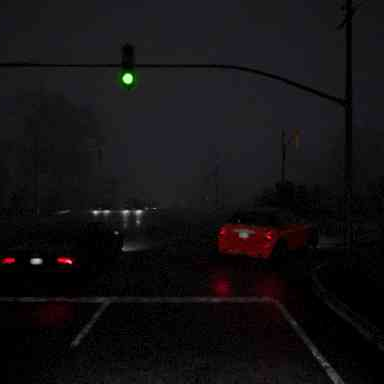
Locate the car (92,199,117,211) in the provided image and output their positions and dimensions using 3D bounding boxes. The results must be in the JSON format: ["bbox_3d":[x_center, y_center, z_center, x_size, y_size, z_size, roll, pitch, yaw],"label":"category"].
[{"bbox_3d":[-10.581,1.516,40.727,2.033,1.411,5.357,0,-1,0],"label":"car"}]

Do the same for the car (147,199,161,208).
[{"bbox_3d":[-7.028,2.123,57.570,2.033,1.411,5.357,0,-3,1],"label":"car"}]

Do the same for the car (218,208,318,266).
[{"bbox_3d":[2.860,1.339,11.965,2.097,1.767,4.553,1,1,36],"label":"car"}]

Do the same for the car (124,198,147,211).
[{"bbox_3d":[-7.080,1.472,40.734,1.837,1.490,4.892,0,-1,0],"label":"car"}]

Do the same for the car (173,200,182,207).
[{"bbox_3d":[-3.480,2.746,79.734,2.097,1.767,4.553,0,-3,0],"label":"car"}]

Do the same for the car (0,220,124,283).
[{"bbox_3d":[-3.406,1.550,9.797,2.033,1.411,5.357,0,0,0],"label":"car"}]

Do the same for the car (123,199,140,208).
[{"bbox_3d":[-10.526,2.079,58.159,1.882,1.535,5.008,0,-3,1],"label":"car"}]

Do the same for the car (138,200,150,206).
[{"bbox_3d":[-10.482,2.436,73.124,1.812,1.442,4.674,0,-3,0],"label":"car"}]

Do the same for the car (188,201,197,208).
[{"bbox_3d":[0.017,2.587,69.320,1.837,1.490,4.892,0,-3,0],"label":"car"}]

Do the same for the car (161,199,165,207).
[{"bbox_3d":[-6.982,2.285,72.711,2.097,1.767,4.553,0,-3,0],"label":"car"}]

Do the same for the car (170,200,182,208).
[{"bbox_3d":[-3.482,2.702,69.763,1.895,1.301,4.718,0,-3,0],"label":"car"}]
